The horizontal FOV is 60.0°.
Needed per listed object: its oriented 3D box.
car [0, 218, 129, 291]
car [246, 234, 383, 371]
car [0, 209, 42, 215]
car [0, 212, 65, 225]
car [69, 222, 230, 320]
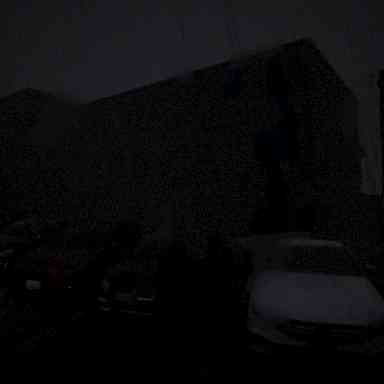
[{"bbox_3d":[-2.703,1.599,9.347,2.163,1.488,4.792,0,-1,16],"label":"car"},{"bbox_3d":[2.082,1.545,5.970,2.002,1.452,4.674,0,-1,16],"label":"car"},{"bbox_3d":[-7.462,1.512,12.815,2.185,1.767,4.553,0,-1,16],"label":"car"},{"bbox_3d":[-5.082,1.604,11.086,2.231,1.521,4.892,0,-1,16],"label":"car"},{"bbox_3d":[-0.299,1.539,7.679,2.231,1.521,4.892,0,-1,15],"label":"car"}]
